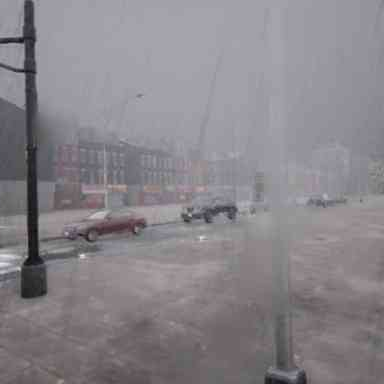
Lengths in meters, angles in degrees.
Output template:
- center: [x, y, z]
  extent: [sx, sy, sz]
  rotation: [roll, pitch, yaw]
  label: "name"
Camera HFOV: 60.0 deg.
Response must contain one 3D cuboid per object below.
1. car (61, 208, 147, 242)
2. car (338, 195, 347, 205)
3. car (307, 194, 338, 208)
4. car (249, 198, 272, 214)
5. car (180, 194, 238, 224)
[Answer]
- center: [-4.299, 1.590, 16.932]
  extent: [1.812, 1.442, 4.674]
  rotation: [-2, -1, 37]
  label: "car"
- center: [21.031, 1.128, 47.910]
  extent: [1.895, 1.301, 4.718]
  rotation: [-2, -1, 35]
  label: "car"
- center: [15.442, 0.990, 39.911]
  extent: [2.097, 1.767, 4.553]
  rotation: [-2, -1, 37]
  label: "car"
- center: [7.464, 1.368, 33.600]
  extent: [1.812, 1.442, 4.674]
  rotation: [-2, -1, 35]
  label: "car"
- center: [1.417, 1.177, 25.057]
  extent: [2.150, 2.045, 5.566]
  rotation: [-2, 0, 35]
  label: "car"
